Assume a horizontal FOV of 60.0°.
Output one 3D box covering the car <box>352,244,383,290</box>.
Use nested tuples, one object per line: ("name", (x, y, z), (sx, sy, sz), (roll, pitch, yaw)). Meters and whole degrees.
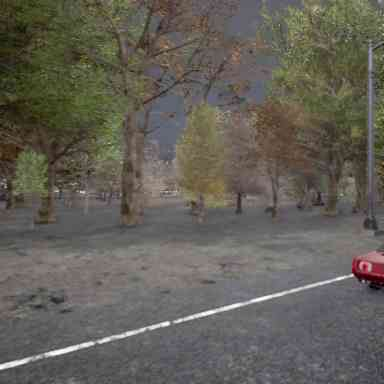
("car", (5.935, 1.652, 7.977), (4.718, 1.301, 1.895), (0, 0, -35))
